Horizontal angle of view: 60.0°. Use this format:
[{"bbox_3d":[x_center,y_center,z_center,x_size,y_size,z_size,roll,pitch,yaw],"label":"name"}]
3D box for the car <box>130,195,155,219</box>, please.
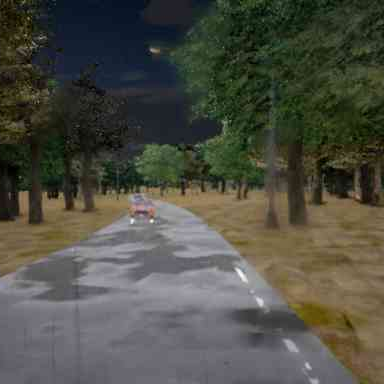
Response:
[{"bbox_3d":[-4.568,1.471,31.061,2.097,1.767,4.553,0,0,-5],"label":"car"}]
